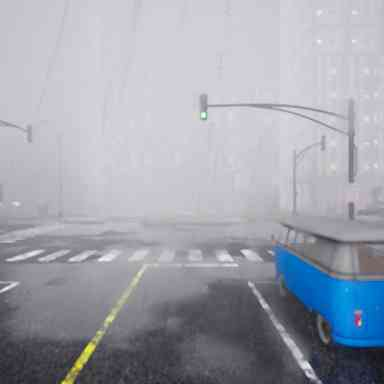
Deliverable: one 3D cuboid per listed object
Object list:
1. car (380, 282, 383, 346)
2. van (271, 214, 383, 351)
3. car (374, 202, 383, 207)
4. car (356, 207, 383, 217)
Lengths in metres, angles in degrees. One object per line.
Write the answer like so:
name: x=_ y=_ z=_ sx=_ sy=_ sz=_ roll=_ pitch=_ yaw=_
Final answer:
car: x=2.679 y=1.536 z=0.714 sx=1.752 sy=1.417 sz=4.829 roll=-1 pitch=-1 yaw=0
van: x=2.677 y=1.416 z=6.147 sx=1.690 sy=1.788 sz=3.998 roll=-1 pitch=-1 yaw=0
car: x=15.240 y=1.652 z=25.475 sx=5.009 sy=1.841 sz=2.192 roll=0 pitch=0 yaw=0
car: x=13.702 y=1.935 z=22.888 sx=4.718 sy=1.301 sz=1.895 roll=0 pitch=0 yaw=0
